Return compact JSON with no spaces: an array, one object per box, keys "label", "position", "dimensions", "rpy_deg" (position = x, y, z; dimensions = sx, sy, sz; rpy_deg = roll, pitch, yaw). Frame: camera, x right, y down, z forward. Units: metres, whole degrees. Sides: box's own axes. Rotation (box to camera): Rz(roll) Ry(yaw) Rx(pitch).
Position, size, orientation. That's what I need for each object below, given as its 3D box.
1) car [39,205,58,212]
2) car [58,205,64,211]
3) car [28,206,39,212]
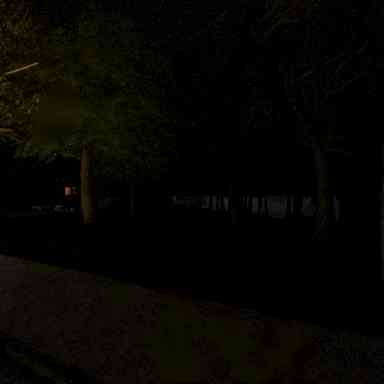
[{"label":"car","position":[-33.342,3.886,77.193],"dimensions":[1.837,1.490,4.892],"rpy_deg":[0,-2,-9]},{"label":"car","position":[-35.052,4.238,87.477],"dimensions":[2.128,1.511,4.902],"rpy_deg":[0,-2,-9]},{"label":"car","position":[-36.762,4.000,77.948],"dimensions":[2.033,1.411,5.357],"rpy_deg":[0,-2,-9]}]
